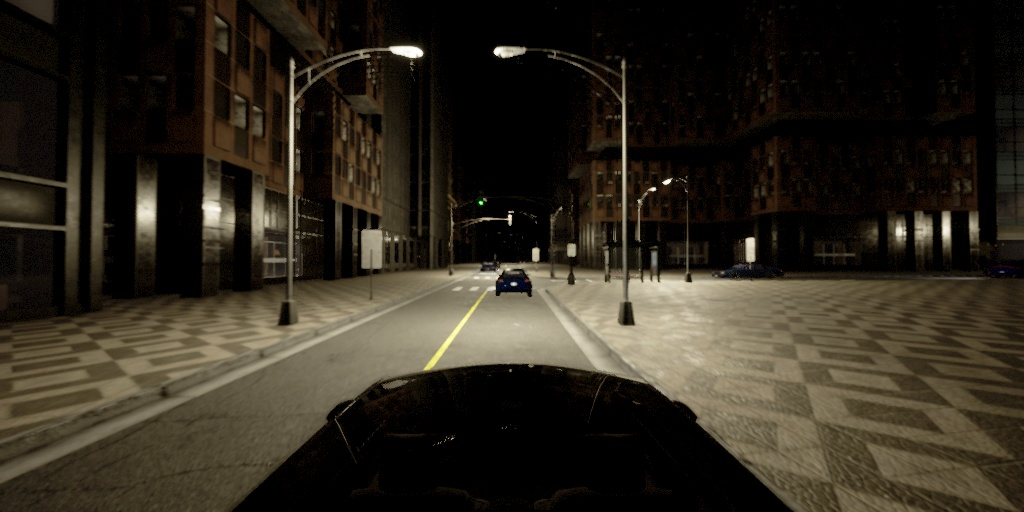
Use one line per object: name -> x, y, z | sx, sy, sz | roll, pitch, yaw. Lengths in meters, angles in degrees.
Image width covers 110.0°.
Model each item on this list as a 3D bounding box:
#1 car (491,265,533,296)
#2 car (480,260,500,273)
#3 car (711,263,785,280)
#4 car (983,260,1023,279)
car -> 0.094, 1.387, 20.027 | 1.994, 1.385, 4.181 | 0, 0, 0
car -> -3.076, 1.495, 47.323 | 1.994, 1.385, 4.181 | 0, 0, 0
car -> 20.131, 1.302, 30.683 | 5.357, 1.411, 2.033 | 0, -1, 0
car -> 40.047, 1.056, 27.509 | 5.008, 1.535, 1.882 | 0, -1, 0
